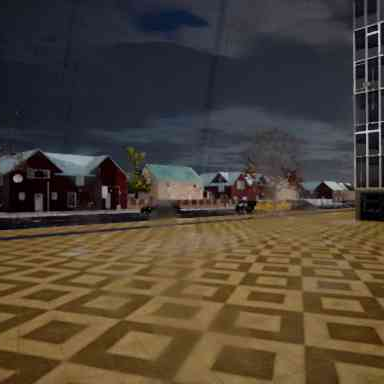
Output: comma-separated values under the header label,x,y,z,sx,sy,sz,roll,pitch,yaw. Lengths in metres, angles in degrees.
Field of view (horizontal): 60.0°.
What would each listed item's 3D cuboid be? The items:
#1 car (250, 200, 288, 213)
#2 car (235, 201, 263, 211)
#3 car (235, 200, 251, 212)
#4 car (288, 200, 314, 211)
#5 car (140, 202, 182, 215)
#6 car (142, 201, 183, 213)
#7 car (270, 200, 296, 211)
label,x,y,z,sx,sy,sz,roll,pitch,yaw
car,10.203,1.957,43.898,1.882,1.535,5.008,-1,-1,44
car,8.974,2.159,52.166,1.837,1.490,4.892,-1,-1,43
car,8.054,1.859,46.367,2.097,1.767,4.553,-1,-1,44
car,17.116,1.976,51.346,2.097,1.767,4.553,-1,-1,43
car,-3.755,1.950,38.746,1.895,1.301,4.718,-1,-1,43
car,-3.743,1.965,43.504,2.033,1.411,5.357,-1,-1,43
car,14.766,2.126,53.590,1.882,1.535,5.008,-1,-1,43
